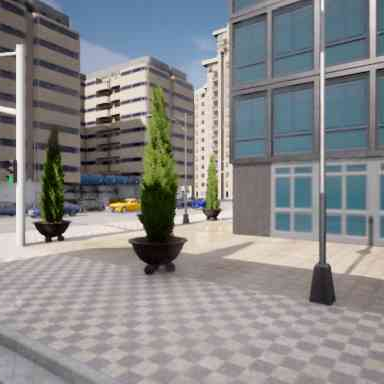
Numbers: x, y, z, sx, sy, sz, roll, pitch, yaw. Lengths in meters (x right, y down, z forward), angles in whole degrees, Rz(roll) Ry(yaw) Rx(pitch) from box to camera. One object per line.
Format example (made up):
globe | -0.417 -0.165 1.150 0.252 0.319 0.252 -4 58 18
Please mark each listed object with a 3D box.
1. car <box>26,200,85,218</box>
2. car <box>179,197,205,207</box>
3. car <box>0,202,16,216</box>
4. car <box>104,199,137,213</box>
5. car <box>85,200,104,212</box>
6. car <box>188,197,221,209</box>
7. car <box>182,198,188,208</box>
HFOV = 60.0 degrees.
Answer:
car | -12.465 1.567 30.207 1.812 1.442 4.674 0 0 35
car | -0.008 1.566 53.809 1.812 1.442 4.674 0 0 36
car | -17.121 1.587 29.725 2.033 1.411 5.357 0 0 35
car | -7.143 1.519 37.755 1.882 1.535 5.008 0 0 35
car | -11.785 1.604 37.254 1.994 1.385 4.181 0 0 35
car | 2.061 1.521 44.356 1.882 1.535 5.008 0 0 35
car | -1.365 1.567 45.885 1.812 1.442 4.674 0 0 35
